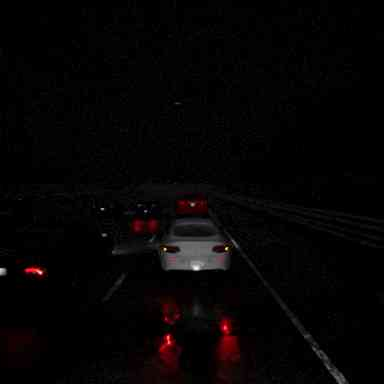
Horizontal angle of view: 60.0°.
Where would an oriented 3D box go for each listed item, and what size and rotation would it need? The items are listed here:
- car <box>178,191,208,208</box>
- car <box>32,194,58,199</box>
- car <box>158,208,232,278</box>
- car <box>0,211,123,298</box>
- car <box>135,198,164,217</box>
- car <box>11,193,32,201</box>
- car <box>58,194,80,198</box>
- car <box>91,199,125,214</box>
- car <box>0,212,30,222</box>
[{"bbox_3d":[0.065,0.941,26.126,2.150,2.045,5.566,0,1,0],"label":"car"},{"bbox_3d":[-21.070,1.069,48.820,1.895,1.301,4.718,0,1,0],"label":"car"},{"bbox_3d":[0.028,1.421,9.725,1.812,1.442,4.674,0,0,-2],"label":"car"},{"bbox_3d":[-3.453,1.456,8.509,2.033,1.411,5.357,0,1,1],"label":"car"},{"bbox_3d":[-3.429,1.198,27.224,2.128,1.511,4.902,0,1,0],"label":"car"},{"bbox_3d":[-24.569,0.974,48.695,1.837,1.490,4.892,0,1,0],"label":"car"},{"bbox_3d":[-17.575,0.993,48.954,1.812,1.442,4.674,0,1,0],"label":"car"},{"bbox_3d":[-6.926,1.263,27.794,1.994,1.385,4.181,0,1,0],"label":"car"},{"bbox_3d":[-6.926,1.429,12.509,1.994,1.385,4.181,0,1,0],"label":"car"}]
